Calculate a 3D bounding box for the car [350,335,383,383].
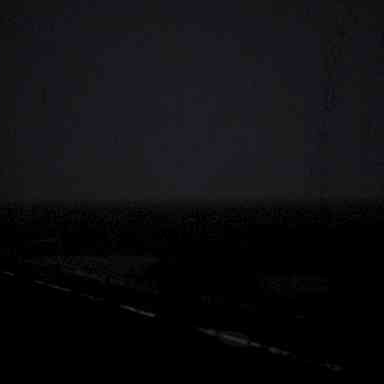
[{"bbox_3d":[3.200,1.597,1.413,4.718,1.301,1.895,0,0,35],"label":"car"}]
